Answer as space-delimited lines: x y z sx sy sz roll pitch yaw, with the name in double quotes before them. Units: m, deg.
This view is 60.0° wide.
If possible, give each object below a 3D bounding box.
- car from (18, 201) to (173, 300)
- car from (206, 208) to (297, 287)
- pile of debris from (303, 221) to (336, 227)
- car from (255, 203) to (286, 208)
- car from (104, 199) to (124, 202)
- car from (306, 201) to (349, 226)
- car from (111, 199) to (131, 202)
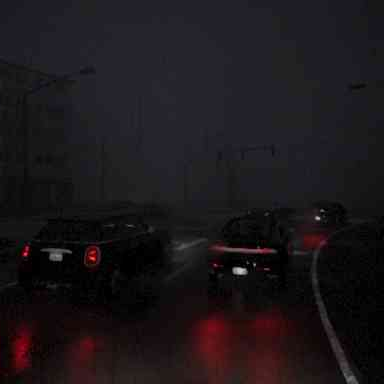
"car" -2.096 1.290 8.609 2.097 1.767 4.553 0 0 16
"car" 1.784 1.426 9.255 2.128 1.511 4.902 0 0 19
"pile of debris" 8.156 2.025 21.230 1.500 0.140 1.860 0 1 37
"car" 5.642 1.435 23.395 1.895 1.301 4.718 0 0 36
"car" -5.929 1.325 25.429 1.837 1.490 4.892 0 0 33
"car" 9.062 1.344 22.129 1.837 1.490 4.892 0 0 36
"car" -3.230 1.400 23.142 1.994 1.385 4.181 0 0 33
